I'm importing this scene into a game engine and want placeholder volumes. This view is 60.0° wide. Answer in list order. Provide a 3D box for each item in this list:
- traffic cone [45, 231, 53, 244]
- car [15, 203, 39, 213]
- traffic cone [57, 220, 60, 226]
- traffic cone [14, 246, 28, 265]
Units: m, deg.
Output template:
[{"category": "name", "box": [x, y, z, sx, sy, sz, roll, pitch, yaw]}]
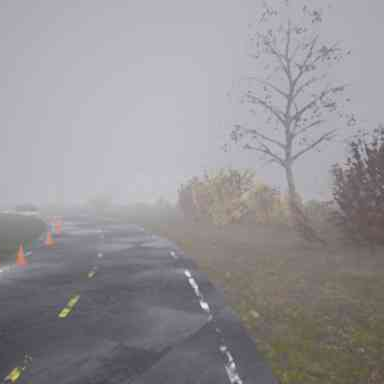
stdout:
[{"category": "traffic cone", "box": [-6.761, 2.147, 15.723, 0.340, 0.580, 0.340, 0, -1, -15]}, {"category": "car", "box": [-23.460, 2.184, 47.255, 4.181, 1.385, 1.994, -1, -2, 41]}, {"category": "traffic cone", "box": [-8.192, 2.198, 20.323, 0.340, 0.580, 0.340, 0, -1, -19]}, {"category": "traffic cone", "box": [-5.672, 2.093, 11.031, 0.340, 0.580, 0.340, 0, -1, -11]}]
